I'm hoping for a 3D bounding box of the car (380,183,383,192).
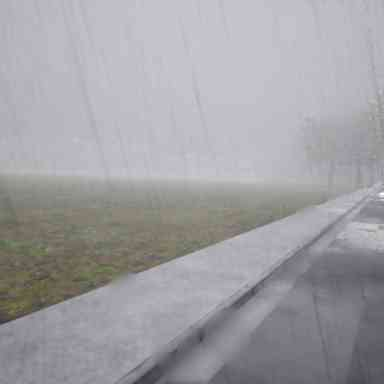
[{"bbox_3d":[32.384,-0.682,55.394,2.128,1.511,4.902,4,4,30],"label":"car"}]
